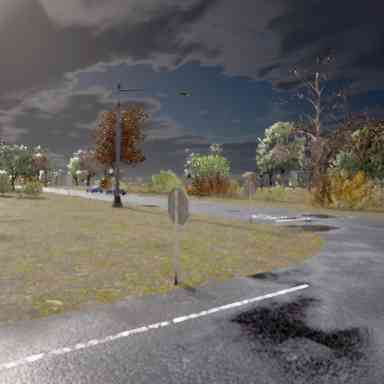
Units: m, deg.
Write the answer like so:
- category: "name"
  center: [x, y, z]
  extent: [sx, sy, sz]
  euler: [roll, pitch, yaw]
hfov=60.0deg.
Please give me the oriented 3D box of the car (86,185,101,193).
- category: "car"
  center: [-17.570, -0.527, 59.851]
  extent: [1.812, 1.442, 4.674]
  euler: [0, 2, -36]

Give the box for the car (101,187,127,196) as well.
- category: "car"
  center: [-12.018, -0.145, 52.069]
  extent: [1.895, 1.301, 4.718]
  euler: [0, 2, -36]
